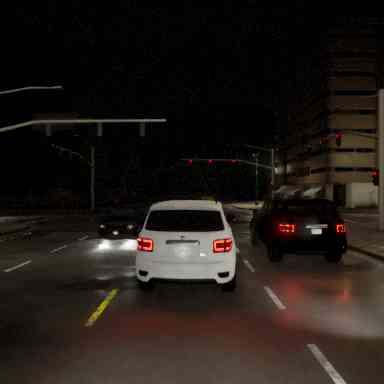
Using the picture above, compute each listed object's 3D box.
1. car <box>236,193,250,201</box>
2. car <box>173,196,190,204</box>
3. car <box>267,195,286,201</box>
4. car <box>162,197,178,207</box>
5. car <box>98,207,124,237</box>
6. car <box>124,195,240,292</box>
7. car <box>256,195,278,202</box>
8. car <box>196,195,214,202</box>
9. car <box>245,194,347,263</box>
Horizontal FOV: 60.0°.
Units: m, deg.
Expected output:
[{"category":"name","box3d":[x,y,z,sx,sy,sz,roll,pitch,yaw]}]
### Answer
[{"category":"car","box3d":[13.073,1.225,80.741,5.566,2.045,2.150,0,0,-41]},{"category":"car","box3d":[-1.876,1.504,63.224,1.837,1.490,4.892,0,0,16]},{"category":"car","box3d":[21.840,1.524,86.259,4.674,1.442,1.812,0,0,-22]},{"category":"car","box3d":[-3.363,1.505,51.610,1.837,1.490,4.892,0,0,3]},{"category":"car","box3d":[-3.607,1.547,18.370,2.033,1.411,5.357,0,0,0]},{"category":"car","box3d":[0.016,1.221,9.154,2.150,2.045,5.566,0,0,4]},{"category":"car","box3d":[18.202,1.540,80.233,5.357,1.411,2.033,0,0,-34]},{"category":"car","box3d":[2.892,1.478,74.334,1.882,1.535,5.008,0,0,31]},{"category":"car","box3d":[3.577,1.221,12.180,2.150,2.045,5.566,0,0,0]}]
